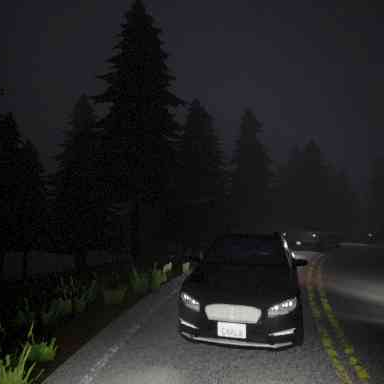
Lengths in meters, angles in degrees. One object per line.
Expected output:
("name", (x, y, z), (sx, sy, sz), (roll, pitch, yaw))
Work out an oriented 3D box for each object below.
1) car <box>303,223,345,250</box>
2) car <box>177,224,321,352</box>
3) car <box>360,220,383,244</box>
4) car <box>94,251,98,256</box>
("car", (6.530, 2.310, 17.736), (1.895, 1.301, 4.718), (-3, -6, 39))
("car", (1.139, 1.562, 6.623), (2.128, 1.511, 4.902), (-1, -2, 15))
("car", (15.904, 3.229, 26.482), (5.566, 2.045, 2.150), (8, -8, -28))
("car", (-20.218, 13.650, 73.005), (4.181, 1.381, 1.994), (-2, -5, 31))
